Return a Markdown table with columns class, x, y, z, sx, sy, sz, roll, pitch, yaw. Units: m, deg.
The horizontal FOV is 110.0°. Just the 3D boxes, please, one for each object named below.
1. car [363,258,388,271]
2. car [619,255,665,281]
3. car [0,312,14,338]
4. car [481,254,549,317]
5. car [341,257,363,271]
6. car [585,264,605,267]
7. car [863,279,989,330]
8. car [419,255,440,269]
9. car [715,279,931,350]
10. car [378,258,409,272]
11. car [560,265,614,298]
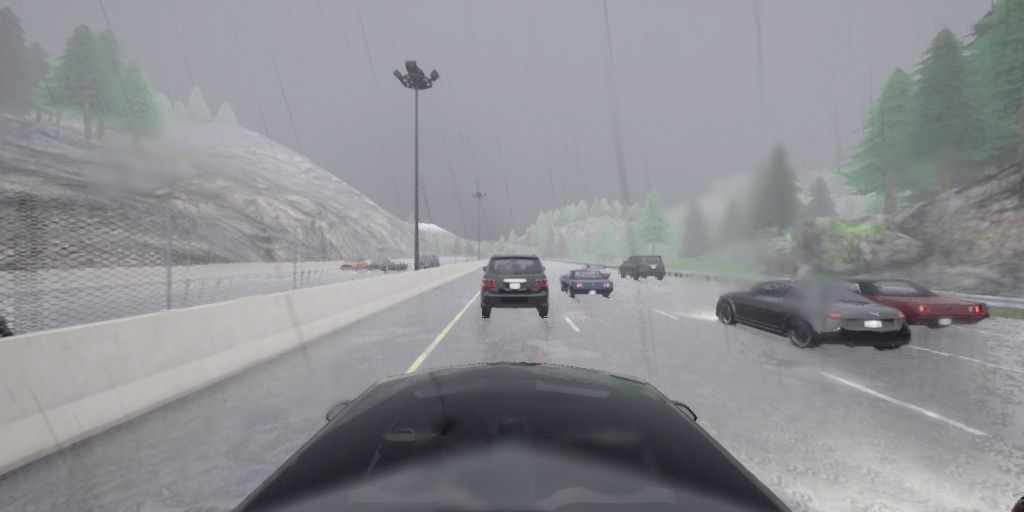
| class | x | y | z | sx | sy | sz | roll | pitch | yaw |
| --- | --- | --- | --- | --- | --- | --- | --- | --- | --- |
| car | -17.625 | 1.042 | 48.003 | 2.097 | 1.767 | 4.553 | 0 | 0 | 0 |
| car | 10.572 | 0.928 | 29.439 | 2.150 | 2.045 | 5.566 | 0 | 0 | 0 |
| car | -10.603 | 1.313 | 5.102 | 1.994 | 1.385 | 4.181 | 0 | 0 | 0 |
| car | 0.088 | 0.955 | 13.159 | 2.150 | 2.045 | 5.566 | 0 | 0 | 0 |
| car | -21.123 | 1.043 | 48.208 | 2.097 | 1.767 | 4.553 | 0 | 0 | 0 |
| car | 7.070 | 1.306 | 31.097 | 1.895 | 1.301 | 4.718 | 0 | 0 | 0 |
| car | 10.590 | 1.334 | 10.971 | 1.895 | 1.301 | 4.718 | 0 | 0 | 0 |
| car | -10.633 | 0.912 | 45.488 | 2.150 | 2.045 | 5.566 | 0 | 0 | 0 |
| car | 7.086 | 1.301 | 9.043 | 1.994 | 1.385 | 4.181 | 0 | 0 | 0 |
| car | -14.132 | 1.295 | 43.593 | 1.895 | 1.301 | 4.718 | 0 | 0 | 0 |
| car | 3.585 | 1.326 | 18.152 | 1.895 | 1.301 | 4.718 | 0 | 0 | 0 |
